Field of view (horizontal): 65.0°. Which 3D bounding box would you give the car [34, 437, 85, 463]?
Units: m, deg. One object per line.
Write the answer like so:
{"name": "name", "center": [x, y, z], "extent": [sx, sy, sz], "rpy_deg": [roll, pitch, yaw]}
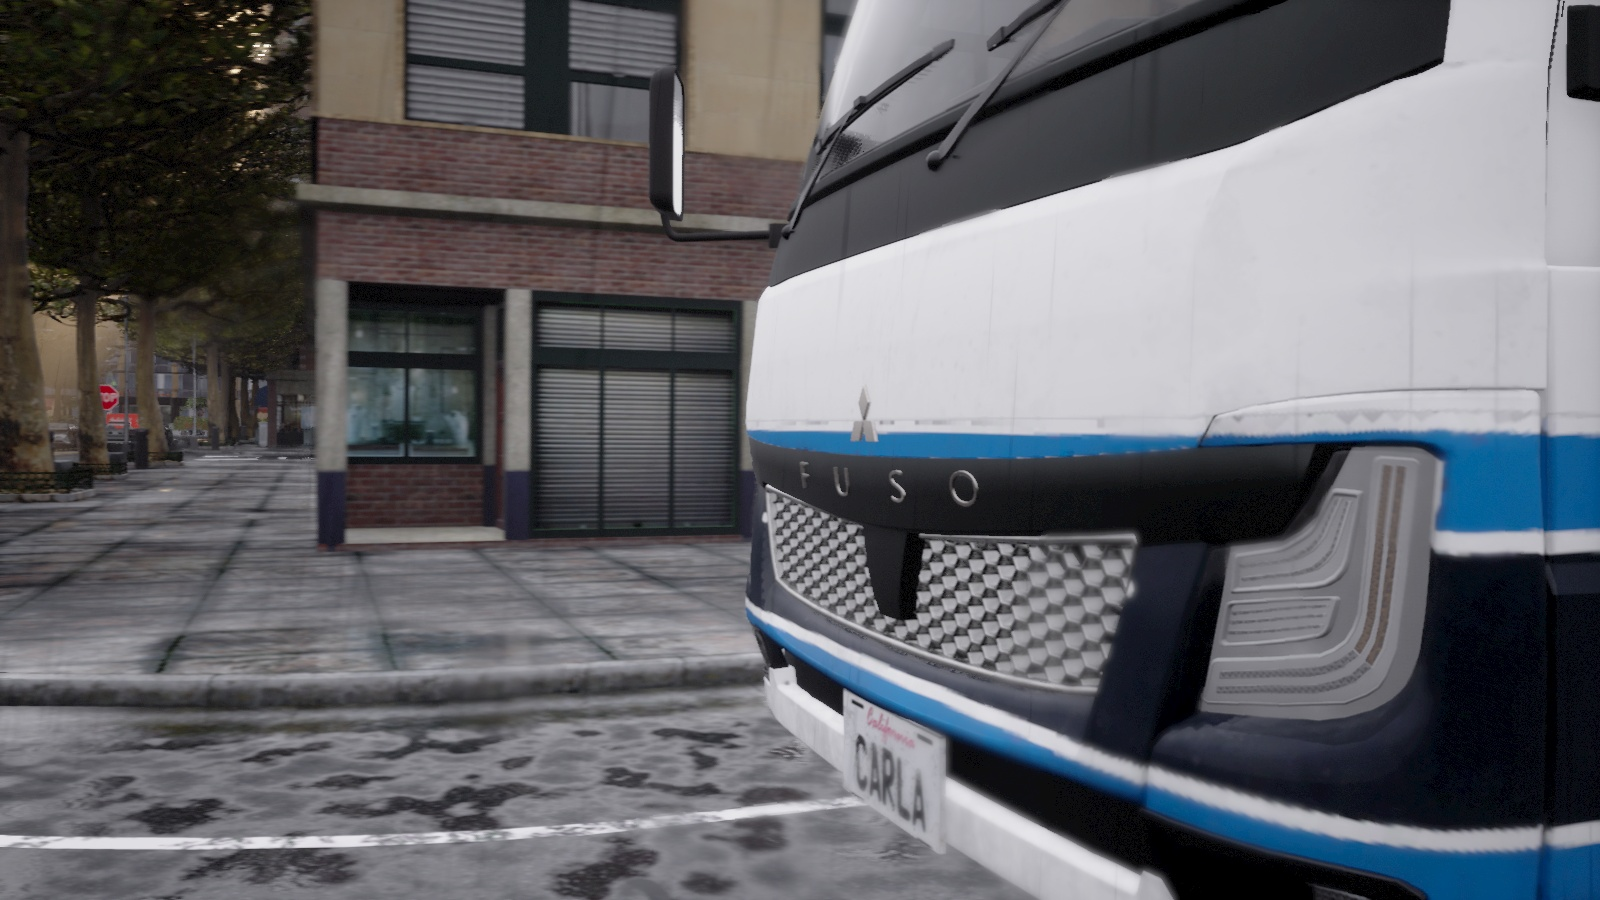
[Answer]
{"name": "car", "center": [-45.897, -0.027, 77.907], "extent": [2.007, 1.525, 4.514], "rpy_deg": [-1, 1, -21]}

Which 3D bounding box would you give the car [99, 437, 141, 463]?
{"name": "car", "center": [-42.115, -0.035, 77.829], "extent": [1.789, 1.549, 3.705], "rpy_deg": [-1, 1, -21]}

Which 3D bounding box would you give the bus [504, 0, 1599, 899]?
{"name": "bus", "center": [4.364, -0.705, 4.879], "extent": [10.273, 4.253, 3.944], "rpy_deg": [-1, 1, -21]}
